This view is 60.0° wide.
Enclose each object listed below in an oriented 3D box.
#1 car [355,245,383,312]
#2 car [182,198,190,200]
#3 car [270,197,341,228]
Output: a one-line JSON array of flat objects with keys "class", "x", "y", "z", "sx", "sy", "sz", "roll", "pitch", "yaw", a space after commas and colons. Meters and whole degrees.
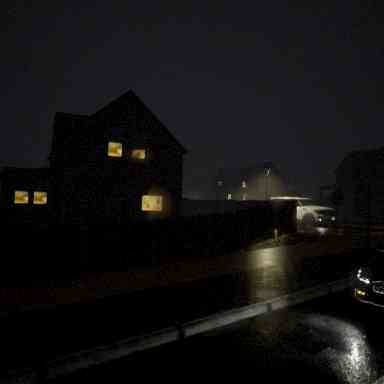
[{"class": "car", "x": 5.280, "y": 1.517, "z": 6.857, "sx": 4.892, "sy": 1.490, "sz": 1.837, "roll": 0, "pitch": 0, "yaw": -36}, {"class": "car", "x": -1.294, "y": 1.725, "z": 42.315, "sx": 2.150, "sy": 2.045, "sz": 5.566, "roll": 3, "pitch": -2, "yaw": -21}, {"class": "car", "x": 7.622, "y": 1.379, "z": 23.483, "sx": 2.150, "sy": 2.045, "sz": 5.566, "roll": 3, "pitch": -2, "yaw": -29}]
